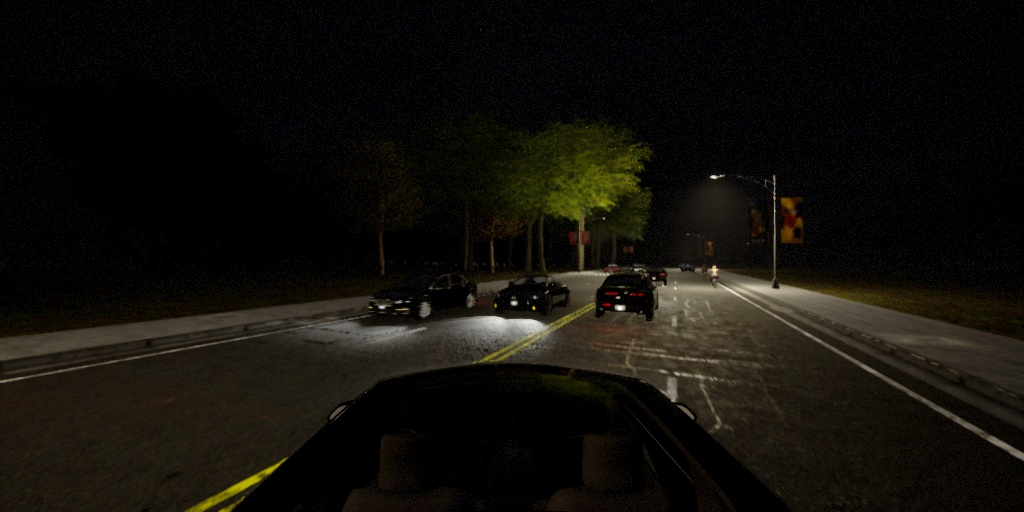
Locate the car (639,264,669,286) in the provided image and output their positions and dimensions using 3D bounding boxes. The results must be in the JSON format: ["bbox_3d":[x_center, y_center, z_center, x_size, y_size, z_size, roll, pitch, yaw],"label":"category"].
[{"bbox_3d":[12.044,1.595,30.123,1.812,1.442,4.674,0,-1,25],"label":"car"}]

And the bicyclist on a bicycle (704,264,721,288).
[{"bbox_3d":[14.441,1.467,25.593,0.866,1.612,1.509,0,-1,24],"label":"bicyclist on a bicycle"}]

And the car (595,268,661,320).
[{"bbox_3d":[4.375,1.384,13.375,1.837,1.490,4.892,0,-1,25],"label":"car"}]

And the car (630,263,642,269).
[{"bbox_3d":[18.351,1.812,52.145,2.128,1.511,4.902,0,-1,25],"label":"car"}]

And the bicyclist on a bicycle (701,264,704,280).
[{"bbox_3d":[18.614,1.589,34.761,0.582,1.620,1.656,0,-1,25],"label":"bicyclist on a bicycle"}]

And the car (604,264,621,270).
[{"bbox_3d":[14.630,1.869,51.832,1.994,1.385,4.181,0,-1,25],"label":"car"}]

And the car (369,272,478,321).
[{"bbox_3d":[-3.024,1.361,13.312,1.837,1.490,4.892,0,-1,25],"label":"car"}]

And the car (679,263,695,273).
[{"bbox_3d":[27.909,2.007,56.957,1.895,1.301,4.718,0,-1,25],"label":"car"}]

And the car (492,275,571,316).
[{"bbox_3d":[0.894,1.439,14.061,1.994,1.385,4.181,0,-1,25],"label":"car"}]
